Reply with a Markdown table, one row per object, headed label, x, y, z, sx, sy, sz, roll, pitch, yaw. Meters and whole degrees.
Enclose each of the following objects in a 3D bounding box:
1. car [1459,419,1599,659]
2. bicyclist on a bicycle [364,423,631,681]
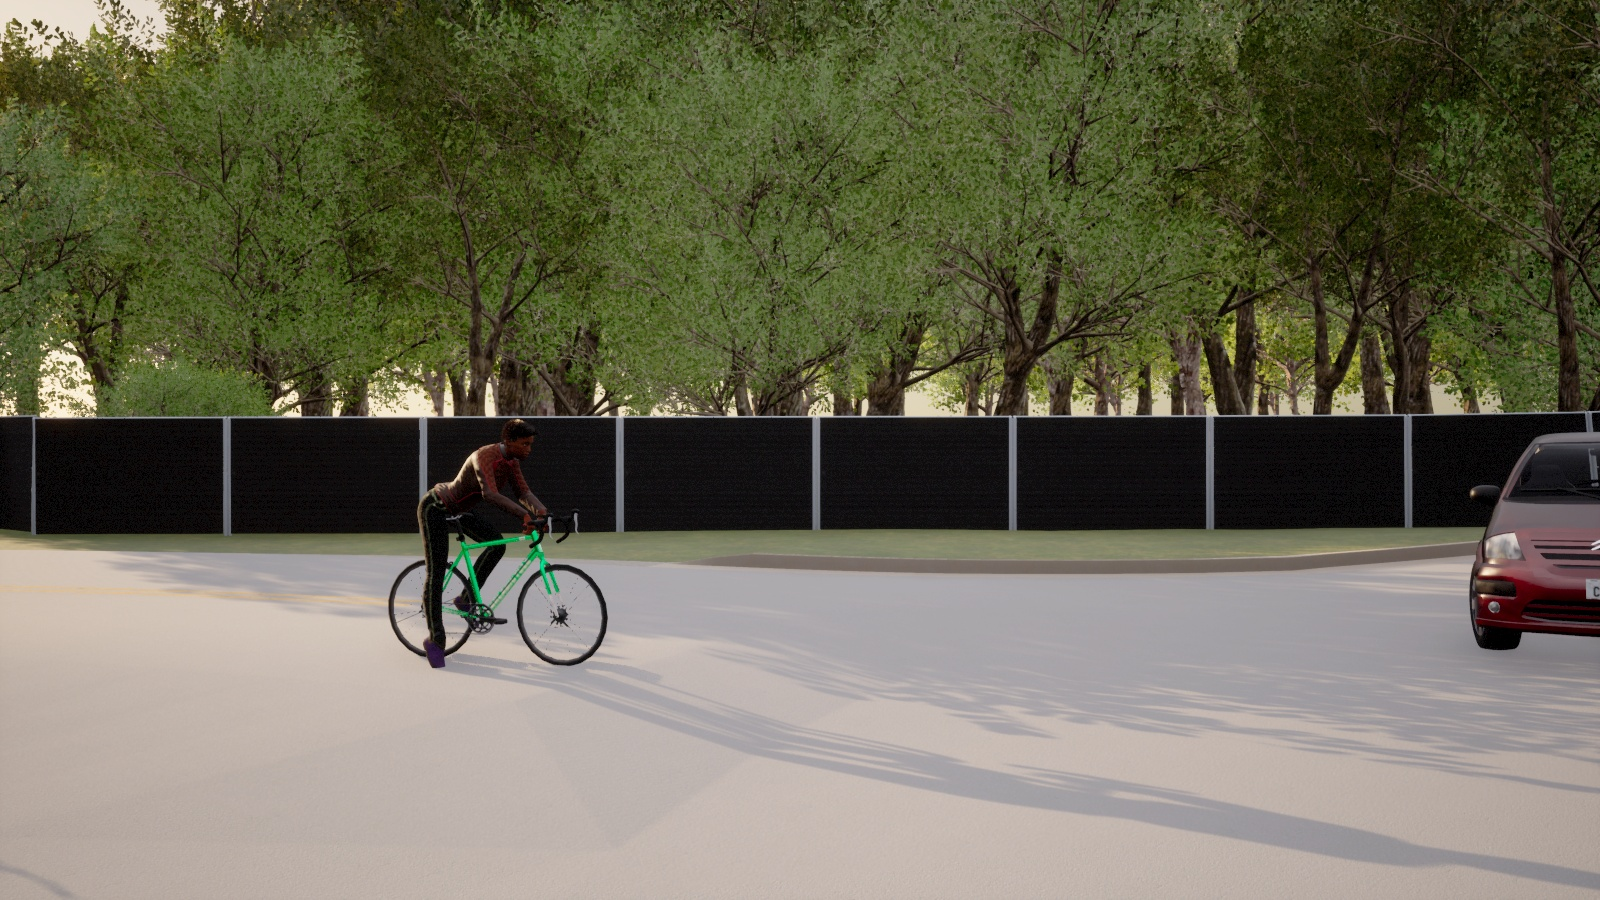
| label | x | y | z | sx | sy | sz | roll | pitch | yaw |
| --- | --- | --- | --- | --- | --- | --- | --- | --- | --- |
| car | 6.577 | 0.565 | 10.202 | 1.851 | 1.617 | 3.988 | -2 | 1 | 32 |
| bicyclist on a bicycle | -2.016 | 0.637 | 8.386 | 1.656 | 1.620 | 0.582 | 0 | 0 | 16 |
